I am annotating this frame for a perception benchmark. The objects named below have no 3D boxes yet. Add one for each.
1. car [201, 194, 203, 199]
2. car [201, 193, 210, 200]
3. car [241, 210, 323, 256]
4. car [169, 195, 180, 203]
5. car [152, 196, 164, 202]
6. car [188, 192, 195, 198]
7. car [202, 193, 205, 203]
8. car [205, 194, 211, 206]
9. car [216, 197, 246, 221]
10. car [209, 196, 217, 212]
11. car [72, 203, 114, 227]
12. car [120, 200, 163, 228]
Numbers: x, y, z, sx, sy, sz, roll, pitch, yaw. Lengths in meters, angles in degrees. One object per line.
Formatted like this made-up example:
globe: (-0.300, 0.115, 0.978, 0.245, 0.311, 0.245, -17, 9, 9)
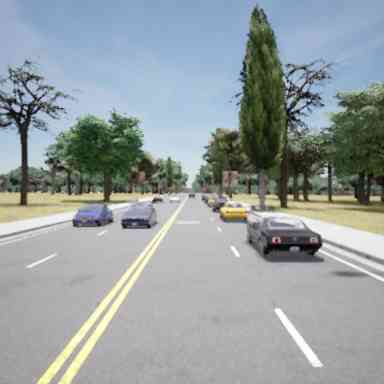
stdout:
car: (3.242, 1.227, 70.454, 2.163, 1.488, 4.792, 0, 1, 0)
car: (3.241, 1.098, 81.425, 1.882, 1.535, 5.008, 0, 1, 0)
car: (3.350, 1.586, 13.079, 1.895, 1.301, 4.718, 0, 0, 0)
car: (-3.271, 1.312, 63.708, 1.812, 1.442, 4.674, 0, 1, 0)
car: (-6.517, 1.385, 64.073, 1.895, 1.301, 4.718, 0, 1, 0)
car: (-0.010, 0.881, 90.546, 1.882, 1.535, 5.008, 0, 0, 0)
car: (3.243, 1.354, 59.424, 1.812, 1.442, 4.674, 0, 1, 0)
car: (3.245, 1.364, 48.617, 1.801, 1.575, 5.366, 0, 0, 0)
car: (3.247, 1.425, 26.620, 1.801, 1.575, 5.366, 0, 0, 0)
car: (3.246, 1.456, 37.429, 1.837, 1.490, 4.892, 0, 0, 0)
car: (-6.602, 1.499, 22.660, 1.812, 1.442, 4.674, 0, 0, 0)
car: (-3.350, 1.521, 22.115, 2.033, 1.411, 5.357, 0, 0, 0)
